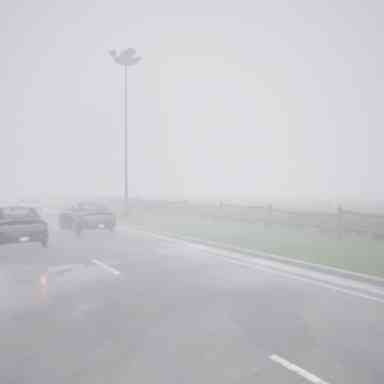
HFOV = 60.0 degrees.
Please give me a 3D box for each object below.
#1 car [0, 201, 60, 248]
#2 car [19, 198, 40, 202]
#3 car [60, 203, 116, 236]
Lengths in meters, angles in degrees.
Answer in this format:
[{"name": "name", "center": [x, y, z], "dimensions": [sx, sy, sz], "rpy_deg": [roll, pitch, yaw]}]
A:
[{"name": "car", "center": [-7.050, 1.340, 13.205], "dimensions": [2.128, 1.511, 4.902], "rpy_deg": [0, 1, -35]}, {"name": "car", "center": [-15.428, 1.244, 31.356], "dimensions": [1.895, 1.301, 4.718], "rpy_deg": [0, 1, -35]}, {"name": "car", "center": [-5.509, 1.296, 17.117], "dimensions": [2.128, 1.511, 4.902], "rpy_deg": [0, 1, -35]}]
